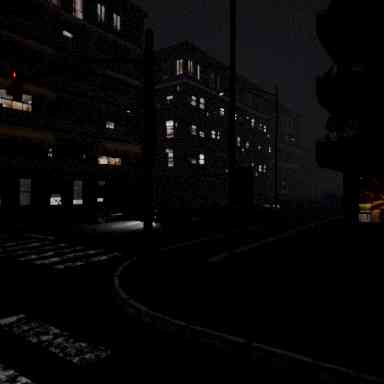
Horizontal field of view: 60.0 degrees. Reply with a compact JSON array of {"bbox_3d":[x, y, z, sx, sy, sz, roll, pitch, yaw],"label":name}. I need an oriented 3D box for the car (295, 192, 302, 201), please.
[{"bbox_3d":[16.805,0.719,54.805,1.947,1.339,4.313,2,2,35],"label":"car"}]

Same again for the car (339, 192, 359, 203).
[{"bbox_3d":[23.647,0.764,49.966,1.887,1.381,4.507,2,2,35],"label":"car"}]

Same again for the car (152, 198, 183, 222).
[{"bbox_3d":[-1.846,1.259,23.664,1.994,1.385,4.181,1,1,35],"label":"car"}]

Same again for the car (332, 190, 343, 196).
[{"bbox_3d":[35.972,0.256,82.186,1.802,1.307,4.206,2,2,35],"label":"car"}]

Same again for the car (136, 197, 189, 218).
[{"bbox_3d":[-2.362,1.180,27.424,1.887,1.381,4.507,2,2,35],"label":"car"}]

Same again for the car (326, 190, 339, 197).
[{"bbox_3d":[32.777,0.336,77.622,1.802,1.307,4.206,2,2,35],"label":"car"}]

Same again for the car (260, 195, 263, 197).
[{"bbox_3d":[10.416,0.880,45.678,1.947,1.339,4.313,2,2,35],"label":"car"}]

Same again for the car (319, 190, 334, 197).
[{"bbox_3d":[29.583,0.378,73.058,1.887,1.381,4.507,2,2,35],"label":"car"}]

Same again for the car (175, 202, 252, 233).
[{"bbox_3d":[1.285,1.348,18.023,1.947,1.339,4.313,2,2,35],"label":"car"}]

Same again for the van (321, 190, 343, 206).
[{"bbox_3d":[17.261,0.721,40.836,1.690,1.788,3.998,2,2,35],"label":"van"}]

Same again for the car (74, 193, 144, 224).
[{"bbox_3d":[-5.555,1.031,22.854,2.192,1.841,5.009,2,2,35],"label":"car"}]

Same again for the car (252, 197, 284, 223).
[{"bbox_3d":[4.480,1.283,22.587,1.802,1.307,4.206,2,2,35],"label":"car"}]

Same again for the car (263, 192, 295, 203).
[{"bbox_3d":[11.057,0.936,42.043,1.994,1.385,4.181,1,1,35],"label":"car"}]
